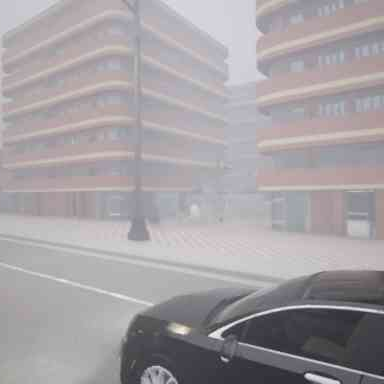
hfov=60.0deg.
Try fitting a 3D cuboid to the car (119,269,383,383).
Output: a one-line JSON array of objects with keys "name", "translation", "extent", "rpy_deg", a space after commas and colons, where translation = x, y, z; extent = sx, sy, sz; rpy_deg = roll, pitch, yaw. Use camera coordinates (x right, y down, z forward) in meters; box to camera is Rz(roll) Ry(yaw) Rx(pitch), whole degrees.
[{"name": "car", "translation": [1.439, 1.505, 2.965], "extent": [4.892, 1.490, 1.837], "rpy_deg": [0, 0, 36]}]
